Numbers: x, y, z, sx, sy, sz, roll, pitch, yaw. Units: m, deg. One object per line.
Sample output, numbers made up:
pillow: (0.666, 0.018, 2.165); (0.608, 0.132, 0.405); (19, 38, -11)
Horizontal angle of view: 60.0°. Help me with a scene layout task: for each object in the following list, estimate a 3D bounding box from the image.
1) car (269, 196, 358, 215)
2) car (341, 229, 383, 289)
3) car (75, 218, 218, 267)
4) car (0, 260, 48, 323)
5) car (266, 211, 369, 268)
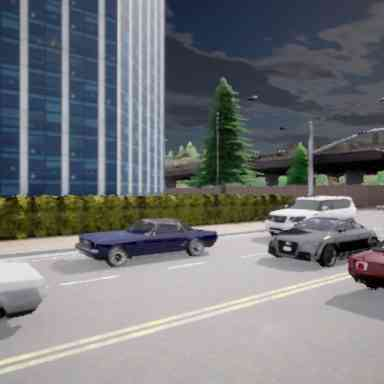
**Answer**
car: (6.225, 1.234, 16.909); (5.566, 2.045, 2.150); (0, 0, -36)
car: (5.801, 1.607, 7.886); (4.718, 1.301, 1.895); (0, 0, -36)
car: (-1.459, 1.606, 11.492); (4.718, 1.301, 1.895); (0, 0, -35)
car: (-4.795, 1.601, 4.850); (4.718, 1.301, 1.895); (0, 0, -35)
car: (4.579, 1.571, 11.447); (4.181, 1.385, 1.994); (0, 0, -35)
